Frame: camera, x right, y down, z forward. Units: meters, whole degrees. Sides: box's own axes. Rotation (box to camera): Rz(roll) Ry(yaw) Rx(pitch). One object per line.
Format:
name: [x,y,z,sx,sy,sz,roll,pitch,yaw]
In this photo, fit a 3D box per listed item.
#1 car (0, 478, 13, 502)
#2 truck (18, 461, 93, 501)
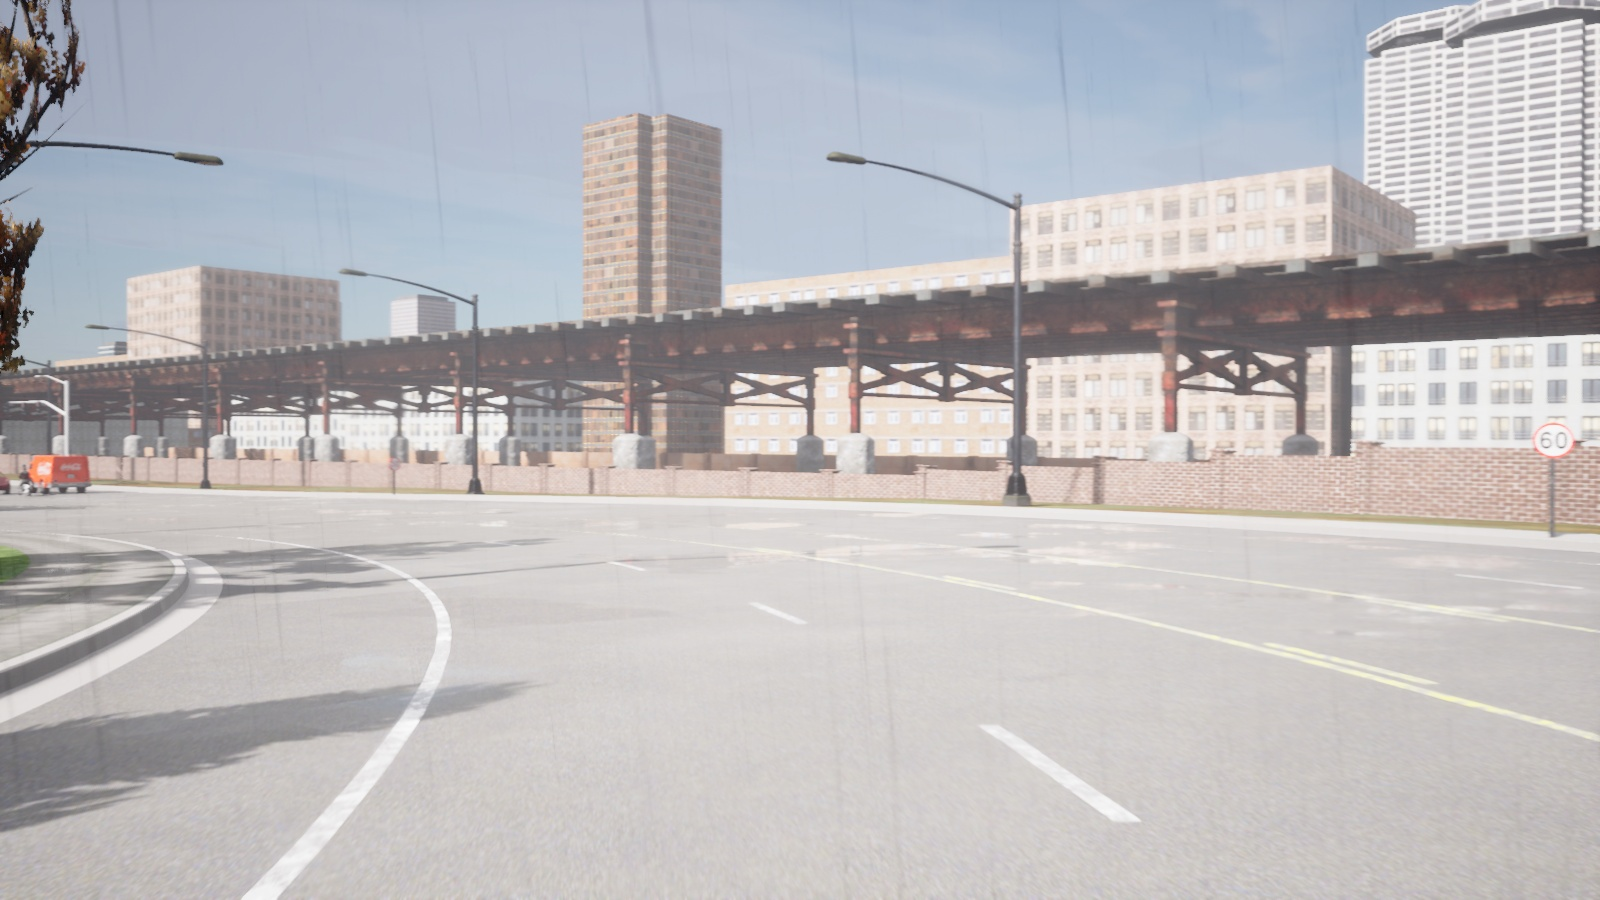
car: [-51.626,2.522,79.670,3.633,1.501,1.845,-1,0,41]
truck: [-48.336,1.977,81.476,5.204,2.467,2.627,-1,0,41]
